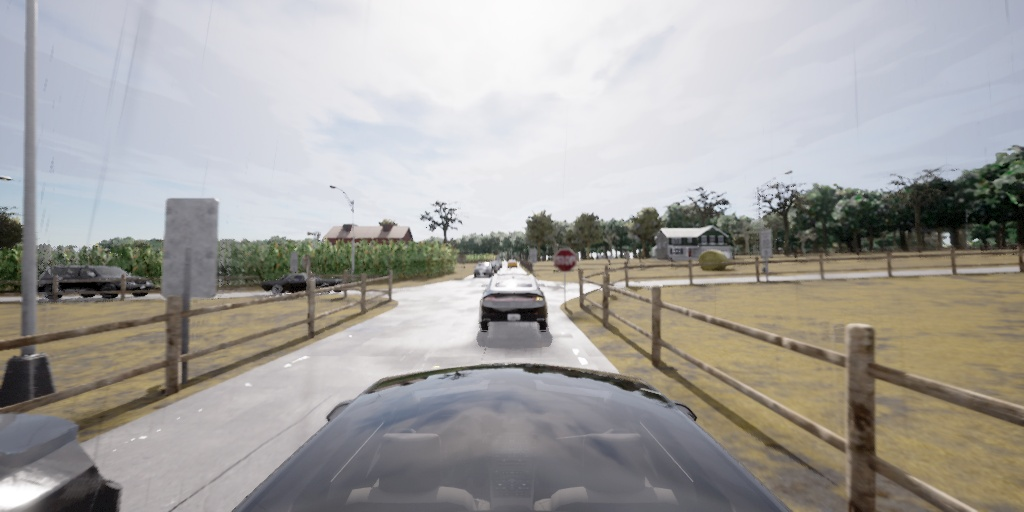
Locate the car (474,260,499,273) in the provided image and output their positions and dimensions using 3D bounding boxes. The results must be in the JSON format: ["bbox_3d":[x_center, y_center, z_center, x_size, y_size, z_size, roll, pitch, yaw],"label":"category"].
[{"bbox_3d":[-2.906,1.442,37.849,2.128,1.511,4.902,0,0,1],"label":"car"}]

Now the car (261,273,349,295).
[{"bbox_3d":[-12.756,1.730,22.438,4.718,1.301,1.895,-1,-2,0],"label":"car"}]

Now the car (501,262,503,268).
[{"bbox_3d":[-2.856,1.572,57.094,1.812,1.442,4.674,0,0,1],"label":"car"}]

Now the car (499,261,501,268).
[{"bbox_3d":[-2.861,1.596,47.042,1.895,1.301,4.718,0,0,0],"label":"car"}]

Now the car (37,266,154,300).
[{"bbox_3d":[-25.913,1.625,22.428,5.566,2.045,2.150,0,-2,-1],"label":"car"}]

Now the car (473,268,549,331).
[{"bbox_3d":[0.048,1.302,11.240,2.128,1.511,4.902,0,0,0],"label":"car"}]
